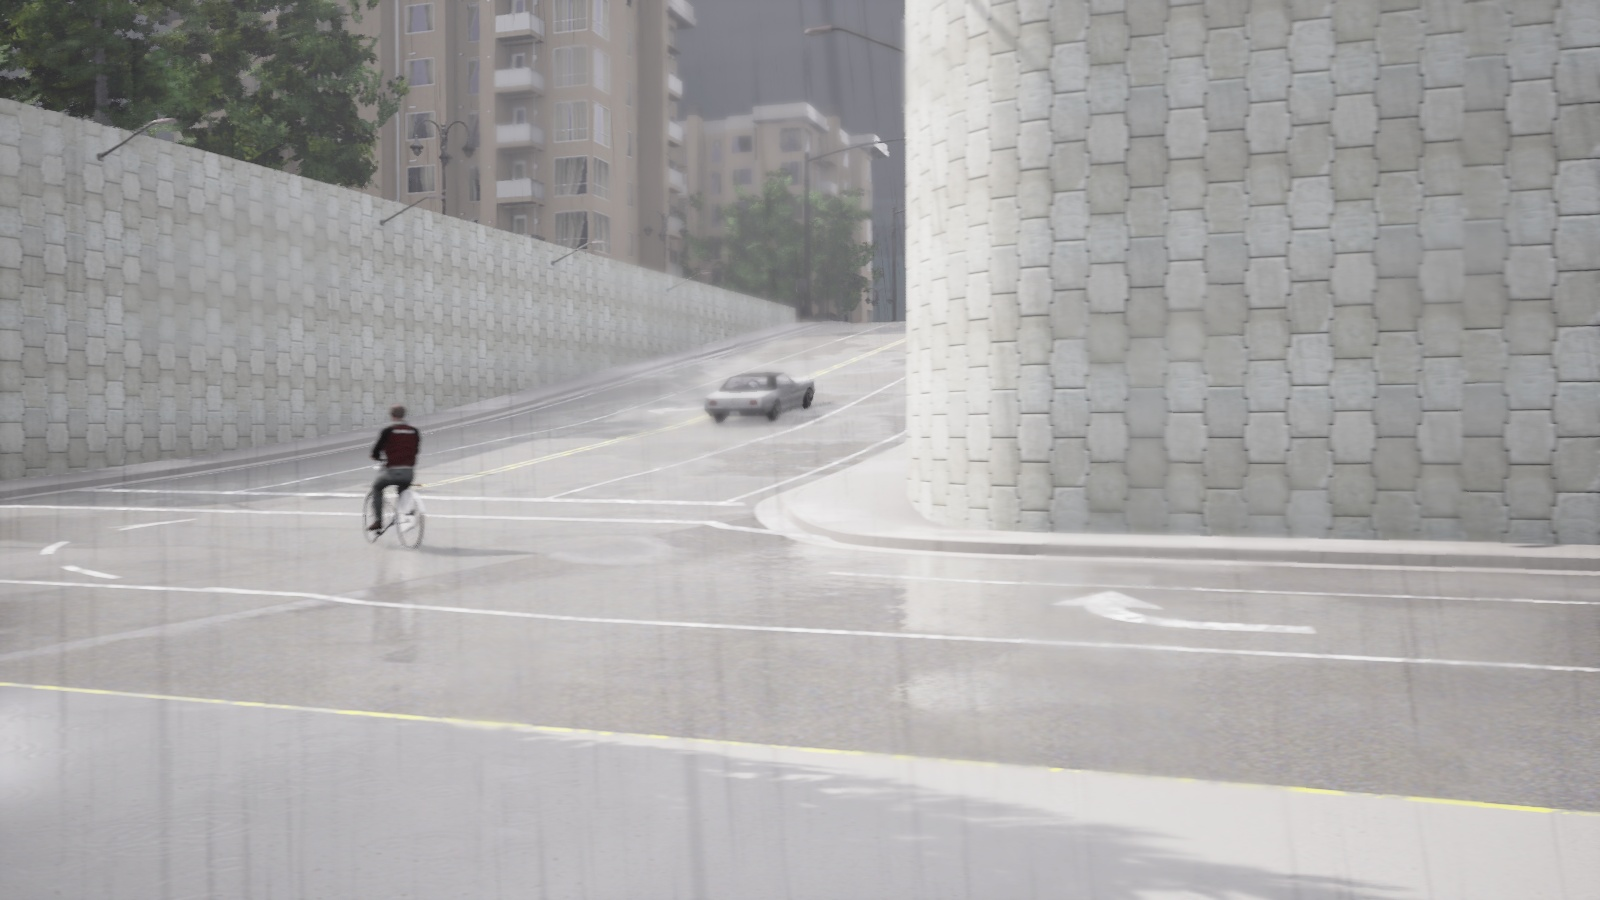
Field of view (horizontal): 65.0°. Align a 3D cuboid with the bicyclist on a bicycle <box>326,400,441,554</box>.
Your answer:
[{"bbox_3d":[-5.123,0.288,15.374,0.659,1.776,1.843,0,1,-40],"label":"bicyclist on a bicycle"}]

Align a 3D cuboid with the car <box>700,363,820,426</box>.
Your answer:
[{"bbox_3d":[-1.090,-1.685,37.032,1.895,1.301,4.718,1,10,20],"label":"car"}]
